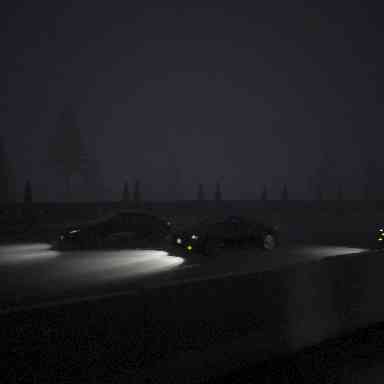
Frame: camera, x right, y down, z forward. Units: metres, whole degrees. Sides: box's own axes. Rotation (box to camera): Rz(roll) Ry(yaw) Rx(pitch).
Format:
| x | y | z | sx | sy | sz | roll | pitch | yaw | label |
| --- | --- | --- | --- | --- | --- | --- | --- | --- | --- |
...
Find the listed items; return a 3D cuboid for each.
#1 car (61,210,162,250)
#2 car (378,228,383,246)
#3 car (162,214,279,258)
| x | y | z | sx | sy | sz | roll | pitch | yaw | label |
| --- | --- | --- | --- | --- | --- | --- | --- | --- | --- |
| -3.087 | 1.499 | 14.225 | 4.674 | 1.442 | 1.812 | 0 | 0 | -32 | car |
| 9.594 | 1.531 | 13.259 | 4.892 | 1.490 | 1.837 | 0 | 0 | -26 | car |
| 1.282 | 1.556 | 12.756 | 4.181 | 1.385 | 1.994 | 0 | 0 | -30 | car |
